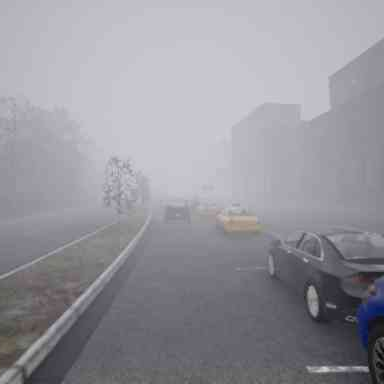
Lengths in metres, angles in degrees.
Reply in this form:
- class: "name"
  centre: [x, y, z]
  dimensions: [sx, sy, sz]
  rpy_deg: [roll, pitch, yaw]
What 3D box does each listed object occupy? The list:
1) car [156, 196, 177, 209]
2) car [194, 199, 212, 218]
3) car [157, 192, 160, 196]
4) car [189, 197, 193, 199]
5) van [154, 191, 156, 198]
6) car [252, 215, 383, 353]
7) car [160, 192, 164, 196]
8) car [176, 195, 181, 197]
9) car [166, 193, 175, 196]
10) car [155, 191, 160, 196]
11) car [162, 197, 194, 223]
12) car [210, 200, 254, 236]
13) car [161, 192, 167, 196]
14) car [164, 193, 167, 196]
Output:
- class: "car"
  centre: [-3.320, 1.511, 42.821]
  dimensions: [1.895, 1.301, 4.718]
  rpy_deg: [0, 0, -9]
- class: "car"
  centre: [1.466, 1.434, 29.444]
  dimensions: [1.946, 1.575, 5.366]
  rpy_deg: [0, 0, -5]
- class: "car"
  centre: [-6.336, 1.251, 78.676]
  dimensions: [2.163, 1.488, 4.792]
  rpy_deg: [0, 0, -10]
- class: "car"
  centre: [0.652, 1.450, 36.438]
  dimensions: [2.163, 1.488, 4.792]
  rpy_deg: [0, 0, -7]
- class: "van"
  centre: [-9.138, 0.872, 95.163]
  dimensions: [1.878, 1.987, 4.442]
  rpy_deg: [0, 0, -10]
- class: "car"
  centre: [2.967, 1.478, 7.155]
  dimensions: [2.231, 1.521, 4.892]
  rpy_deg: [0, 0, -1]
- class: "car"
  centre: [-5.400, 1.296, 73.176]
  dimensions: [2.002, 1.452, 4.674]
  rpy_deg: [0, 0, -10]
- class: "car"
  centre: [-0.770, 1.391, 45.931]
  dimensions: [2.097, 1.535, 5.008]
  rpy_deg: [0, 0, -9]
- class: "car"
  centre: [-2.611, 1.346, 56.768]
  dimensions: [2.231, 1.521, 4.892]
  rpy_deg: [0, 0, -10]
- class: "car"
  centre: [-7.263, 0.932, 84.141]
  dimensions: [2.435, 2.045, 5.566]
  rpy_deg: [0, 0, -10]
- class: "car"
  centre: [-1.194, 1.436, 25.584]
  dimensions: [1.882, 1.535, 5.008]
  rpy_deg: [0, 0, -5]
- class: "car"
  centre: [2.418, 1.456, 18.467]
  dimensions: [1.946, 1.575, 5.366]
  rpy_deg: [0, 0, -3]
- class: "car"
  centre: [-4.477, 1.318, 67.738]
  dimensions: [2.163, 1.488, 4.792]
  rpy_deg: [0, 0, -10]
- class: "car"
  centre: [-3.542, 1.358, 62.240]
  dimensions: [2.002, 1.452, 4.674]
  rpy_deg: [0, 0, -10]
